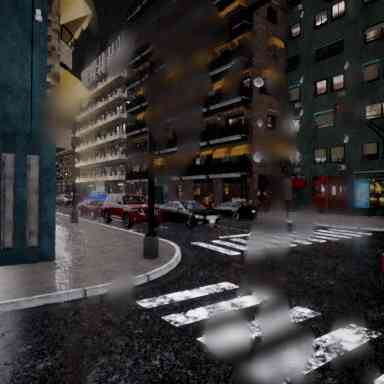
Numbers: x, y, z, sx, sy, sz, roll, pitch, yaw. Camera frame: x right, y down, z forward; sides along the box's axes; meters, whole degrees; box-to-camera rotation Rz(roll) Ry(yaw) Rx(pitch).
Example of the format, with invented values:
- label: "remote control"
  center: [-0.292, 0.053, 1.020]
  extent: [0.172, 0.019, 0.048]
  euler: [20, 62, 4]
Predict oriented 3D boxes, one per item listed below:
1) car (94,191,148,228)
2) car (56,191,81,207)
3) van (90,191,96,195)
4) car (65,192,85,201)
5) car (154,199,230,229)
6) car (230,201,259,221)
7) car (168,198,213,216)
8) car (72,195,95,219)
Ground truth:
- label: "car"
  center: [-3.724, 1.034, 19.975]
  extent: [2.192, 1.841, 5.009]
  euler: [2, 0, -36]
- label: "car"
  center: [-14.675, 0.968, 39.441]
  extent: [2.033, 1.411, 5.357]
  euler: [1, 0, -36]
- label: "van"
  center: [-13.304, 0.727, 47.399]
  extent: [1.690, 1.788, 3.998]
  euler: [2, 0, -36]
- label: "car"
  center: [-19.860, 0.770, 56.409]
  extent: [1.887, 1.381, 4.507]
  euler: [2, 0, -36]
- label: "car"
  center: [-0.329, 1.264, 19.658]
  extent: [2.128, 1.511, 4.902]
  euler: [1, 0, -35]
- label: "car"
  center: [3.070, 1.354, 24.871]
  extent: [1.947, 1.339, 4.313]
  euler: [2, 0, -36]
- label: "car"
  center: [-0.206, 1.289, 29.376]
  extent: [1.802, 1.307, 4.206]
  euler: [2, 0, -36]
- label: "car"
  center: [-7.006, 1.183, 24.480]
  extent: [1.887, 1.381, 4.507]
  euler: [2, 0, -36]
